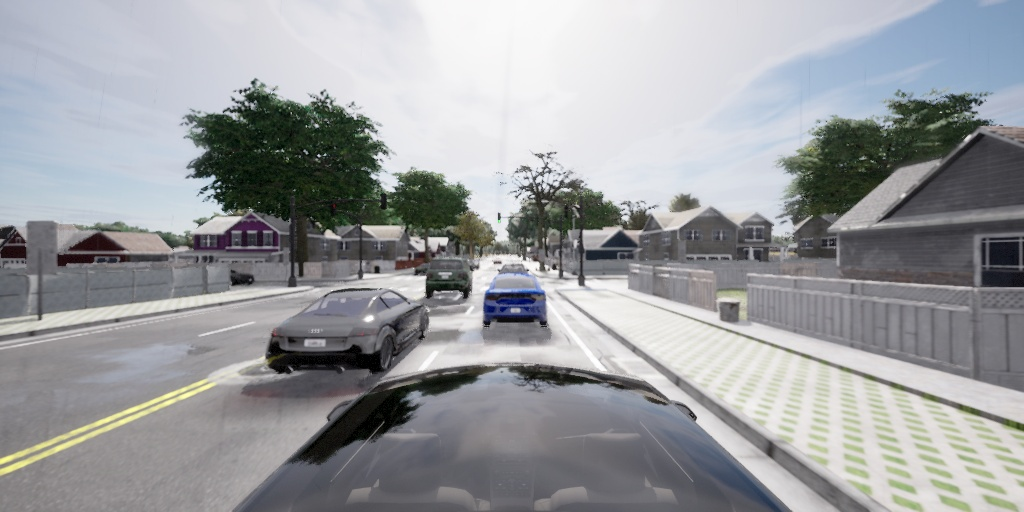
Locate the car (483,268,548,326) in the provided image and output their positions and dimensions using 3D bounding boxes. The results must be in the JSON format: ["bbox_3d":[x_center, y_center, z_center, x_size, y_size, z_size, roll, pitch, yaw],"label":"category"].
[{"bbox_3d":[0.092,1.329,12.136,1.882,1.535,5.008,0,0,0],"label":"car"}]

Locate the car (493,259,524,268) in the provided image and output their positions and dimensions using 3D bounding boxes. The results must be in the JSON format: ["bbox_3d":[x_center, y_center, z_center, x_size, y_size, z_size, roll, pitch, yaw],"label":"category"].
[{"bbox_3d":[0.083,1.269,23.748,2.097,1.767,4.553,0,0,0],"label":"car"}]

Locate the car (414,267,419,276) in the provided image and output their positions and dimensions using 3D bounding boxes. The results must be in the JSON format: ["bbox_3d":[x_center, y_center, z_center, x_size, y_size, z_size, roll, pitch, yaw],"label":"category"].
[{"bbox_3d":[-9.882,1.584,41.516,1.895,1.301,4.718,0,0,0],"label":"car"}]

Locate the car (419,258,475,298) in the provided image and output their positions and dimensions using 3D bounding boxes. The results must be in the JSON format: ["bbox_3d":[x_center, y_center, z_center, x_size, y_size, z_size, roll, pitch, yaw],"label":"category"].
[{"bbox_3d":[-3.361,1.120,19.788,2.150,2.045,5.566,0,0,-4],"label":"car"}]

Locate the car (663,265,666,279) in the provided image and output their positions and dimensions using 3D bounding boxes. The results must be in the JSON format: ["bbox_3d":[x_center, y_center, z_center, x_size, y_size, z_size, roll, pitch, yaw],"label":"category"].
[{"bbox_3d":[12.699,1.466,30.984,4.718,1.301,1.895,0,0,1],"label":"car"}]

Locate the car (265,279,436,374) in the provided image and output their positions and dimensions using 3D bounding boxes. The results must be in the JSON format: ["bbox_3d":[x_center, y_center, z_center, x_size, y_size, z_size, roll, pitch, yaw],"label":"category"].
[{"bbox_3d":[-3.152,1.378,7.741,1.994,1.385,4.181,0,0,0],"label":"car"}]

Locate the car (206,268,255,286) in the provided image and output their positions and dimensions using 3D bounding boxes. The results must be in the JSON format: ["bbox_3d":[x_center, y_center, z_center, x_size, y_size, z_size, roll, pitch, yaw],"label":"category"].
[{"bbox_3d":[-22.602,1.595,27.690,5.008,1.535,1.882,0,0,3],"label":"car"}]

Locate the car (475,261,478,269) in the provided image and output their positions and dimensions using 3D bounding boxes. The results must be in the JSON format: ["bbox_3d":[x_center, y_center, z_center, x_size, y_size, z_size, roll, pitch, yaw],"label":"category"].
[{"bbox_3d":[-6.622,1.360,52.707,2.097,1.767,4.553,0,0,0],"label":"car"}]

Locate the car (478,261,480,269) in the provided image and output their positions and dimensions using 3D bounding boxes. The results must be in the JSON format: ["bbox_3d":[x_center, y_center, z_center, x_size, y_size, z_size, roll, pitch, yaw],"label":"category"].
[{"bbox_3d":[-6.606,1.503,62.986,2.033,1.411,5.357,0,1,0],"label":"car"}]
